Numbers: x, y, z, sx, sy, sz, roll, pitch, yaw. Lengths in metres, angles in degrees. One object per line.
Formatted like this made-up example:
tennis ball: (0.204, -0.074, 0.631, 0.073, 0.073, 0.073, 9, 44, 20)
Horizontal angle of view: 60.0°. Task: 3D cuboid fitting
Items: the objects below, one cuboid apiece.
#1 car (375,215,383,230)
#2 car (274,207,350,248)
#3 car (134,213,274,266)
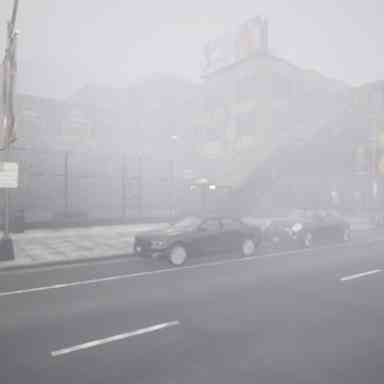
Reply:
car: (14.296, 1.760, 22.059, 4.892, 1.521, 2.231, 1, 0, -26)
car: (5.506, 1.510, 15.831, 4.553, 1.767, 2.185, 1, 0, -36)
car: (0.356, 1.562, 11.985, 5.008, 1.535, 2.097, 1, 0, -36)
